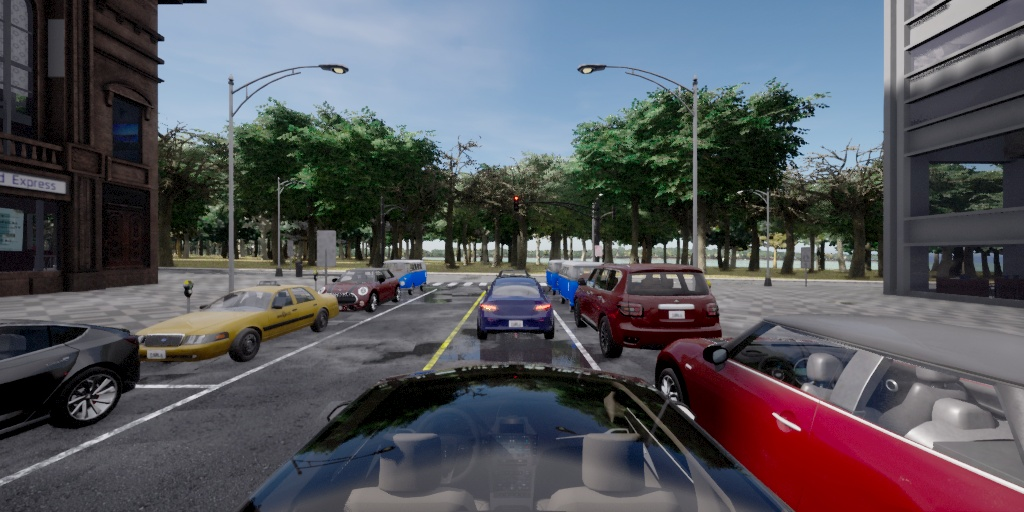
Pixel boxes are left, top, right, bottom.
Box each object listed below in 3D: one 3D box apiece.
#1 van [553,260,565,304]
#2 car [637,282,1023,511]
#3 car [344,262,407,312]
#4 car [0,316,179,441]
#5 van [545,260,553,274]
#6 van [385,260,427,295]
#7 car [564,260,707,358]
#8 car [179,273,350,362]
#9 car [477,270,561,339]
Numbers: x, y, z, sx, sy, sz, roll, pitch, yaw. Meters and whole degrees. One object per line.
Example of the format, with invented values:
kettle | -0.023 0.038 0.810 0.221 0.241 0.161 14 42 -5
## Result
van | 2.760 1.091 13.831 1.690 1.789 3.998 0 0 0
car | 2.763 1.190 2.956 1.967 1.591 4.097 0 0 0
car | -5.765 1.190 13.829 1.967 1.591 4.097 0 0 0
car | -5.763 1.316 2.954 1.948 1.339 4.313 0 0 0
van | 2.759 1.092 19.269 1.690 1.789 3.998 0 0 0
van | -5.766 1.092 19.267 1.690 1.789 3.998 0 0 0
car | 2.761 1.065 8.394 2.192 1.841 5.009 0 0 0
car | -5.764 1.275 8.222 1.751 1.417 4.829 0 0 0
car | 0.097 1.276 9.931 1.812 1.442 4.674 0 0 0
